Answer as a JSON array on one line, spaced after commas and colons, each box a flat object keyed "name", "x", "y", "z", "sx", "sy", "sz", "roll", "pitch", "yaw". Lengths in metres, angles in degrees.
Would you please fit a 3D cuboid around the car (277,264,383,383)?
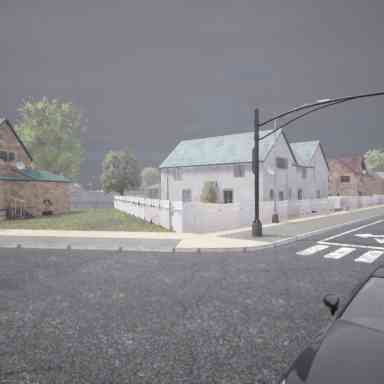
[{"name": "car", "x": 2.551, "y": 1.524, "z": 3.451, "sx": 1.812, "sy": 1.442, "sz": 4.674, "roll": 0, "pitch": 0, "yaw": 42}]
